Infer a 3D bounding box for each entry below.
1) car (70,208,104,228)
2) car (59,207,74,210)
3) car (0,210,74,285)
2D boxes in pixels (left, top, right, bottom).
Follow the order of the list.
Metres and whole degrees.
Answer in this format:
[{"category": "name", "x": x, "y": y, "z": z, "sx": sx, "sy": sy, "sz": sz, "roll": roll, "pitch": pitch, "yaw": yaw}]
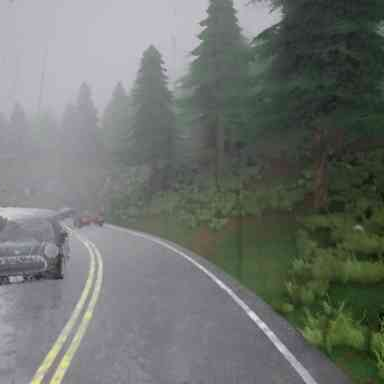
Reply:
[{"category": "car", "x": -8.734, "y": 2.247, "z": 27.872, "sx": 1.895, "sy": 1.301, "sz": 4.718, "roll": -3, "pitch": -1, "yaw": -26}, {"category": "car", "x": -14.900, "y": 2.525, "z": 39.506, "sx": 1.837, "sy": 1.490, "sz": 4.892, "roll": -3, "pitch": 0, "yaw": -31}, {"category": "car", "x": -5.051, "y": 1.643, "z": 10.466, "sx": 2.097, "sy": 1.767, "sz": 4.553, "roll": -2, "pitch": -1, "yaw": -17}]
